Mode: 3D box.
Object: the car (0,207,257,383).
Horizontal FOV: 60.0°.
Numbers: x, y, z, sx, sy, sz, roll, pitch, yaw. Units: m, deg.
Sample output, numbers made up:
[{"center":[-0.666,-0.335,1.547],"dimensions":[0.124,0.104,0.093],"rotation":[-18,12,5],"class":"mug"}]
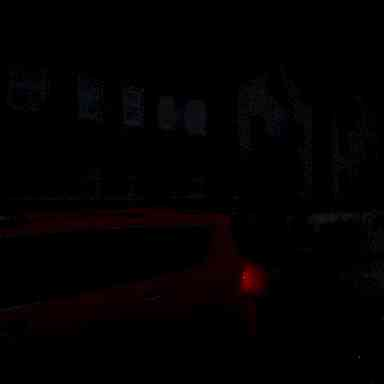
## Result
[{"center":[-1.793,1.225,3.341],"dimensions":[5.566,2.045,2.150],"rotation":[0,0,-36],"class":"car"}]
